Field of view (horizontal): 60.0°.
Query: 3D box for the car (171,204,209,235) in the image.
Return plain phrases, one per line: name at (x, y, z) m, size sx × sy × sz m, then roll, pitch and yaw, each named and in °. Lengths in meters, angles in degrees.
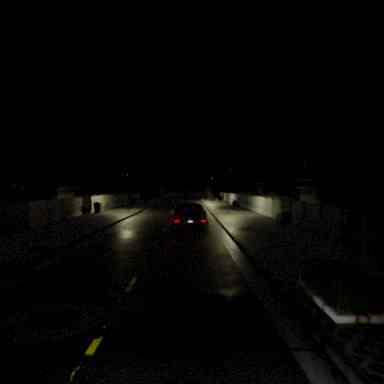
car at (-0.106, 1.347, 17.396) m, size 2.033 × 1.411 × 5.357 m, roll 0°, pitch 1°, yaw 0°
